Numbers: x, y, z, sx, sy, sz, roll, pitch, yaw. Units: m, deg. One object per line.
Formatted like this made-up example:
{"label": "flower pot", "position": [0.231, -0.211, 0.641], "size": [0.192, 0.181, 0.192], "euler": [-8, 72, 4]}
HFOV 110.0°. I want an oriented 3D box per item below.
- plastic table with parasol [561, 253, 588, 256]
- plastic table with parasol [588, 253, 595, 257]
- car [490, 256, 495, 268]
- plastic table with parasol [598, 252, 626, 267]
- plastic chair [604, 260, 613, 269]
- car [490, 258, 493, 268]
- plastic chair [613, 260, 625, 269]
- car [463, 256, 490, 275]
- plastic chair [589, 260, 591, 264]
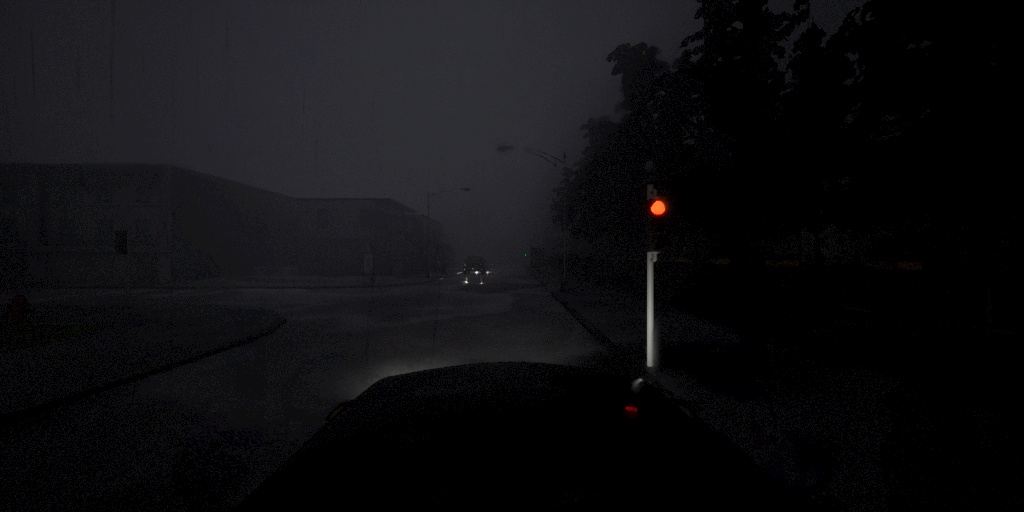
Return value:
{"label": "plastic table with parasol", "position": [10.016, 0.684, 57.837], "size": [2.482, 2.480, 2.482], "euler": [0, 0, -40]}
{"label": "plastic table with parasol", "position": [14.718, 0.673, 63.308], "size": [2.482, 2.480, 2.482], "euler": [0, 0, -42]}
{"label": "car", "position": [-4.027, 0.971, 60.523], "size": [2.150, 2.045, 5.566], "euler": [0, 0, 1]}
{"label": "plastic table with parasol", "position": [15.334, 0.694, 55.094], "size": [2.482, 2.480, 2.482], "euler": [0, 0, -40]}
{"label": "plastic chair", "position": [14.359, 1.306, 54.193], "size": [0.730, 1.272, 0.750], "euler": [0, 0, -35]}
{"label": "car", "position": [-4.056, 1.351, 50.331], "size": [1.895, 1.301, 4.718], "euler": [0, 0, 0]}
{"label": "plastic chair", "position": [16.066, 1.296, 54.095], "size": [0.750, 1.272, 0.730], "euler": [0, 0, -40]}
{"label": "car", "position": [-4.070, 0.971, 40.154], "size": [2.150, 2.045, 5.566], "euler": [0, 0, 0]}
{"label": "plastic chair", "position": [13.765, 1.304, 62.421], "size": [0.730, 1.272, 0.750], "euler": [0, 0, -35]}
